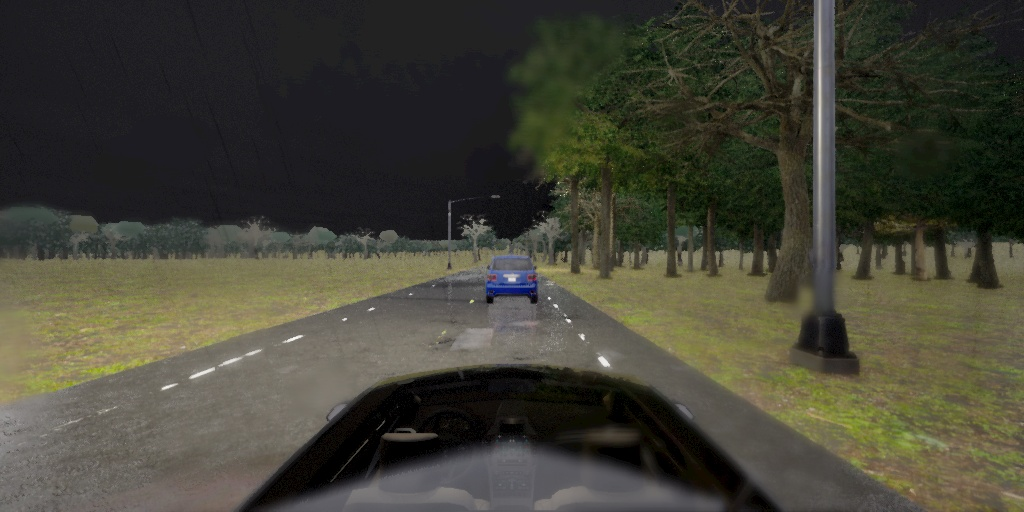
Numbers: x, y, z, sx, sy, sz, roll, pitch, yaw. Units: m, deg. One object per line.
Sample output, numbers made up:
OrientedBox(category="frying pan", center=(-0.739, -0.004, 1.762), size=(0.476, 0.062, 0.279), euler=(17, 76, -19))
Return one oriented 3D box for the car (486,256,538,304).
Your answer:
OrientedBox(category="car", center=(0.000, 1.006, 16.535), size=(2.150, 2.045, 5.566), euler=(0, 0, 0))
